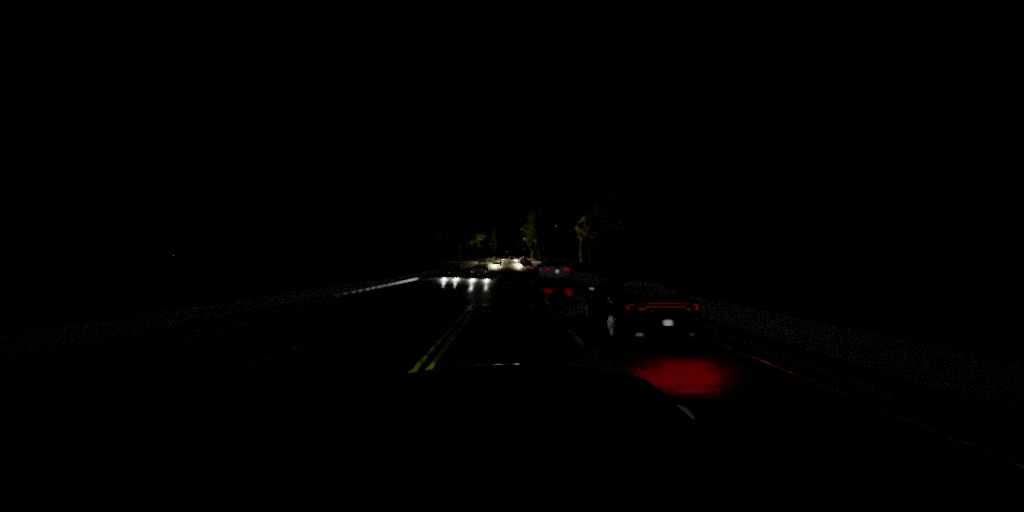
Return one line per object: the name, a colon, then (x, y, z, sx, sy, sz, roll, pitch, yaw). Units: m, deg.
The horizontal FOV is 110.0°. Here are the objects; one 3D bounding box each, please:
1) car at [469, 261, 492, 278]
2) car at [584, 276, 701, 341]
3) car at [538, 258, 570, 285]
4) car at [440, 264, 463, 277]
car: (-3.336, 1.577, 38.195, 1.812, 1.442, 4.674, 0, 0, 0)
car: (3.352, 1.303, 10.174, 1.882, 1.535, 5.008, 0, -1, 0)
car: (3.352, 1.210, 29.219, 2.150, 2.045, 5.566, 0, 0, 0)
car: (-6.581, 1.620, 39.521, 1.994, 1.385, 4.181, 0, 0, 0)
